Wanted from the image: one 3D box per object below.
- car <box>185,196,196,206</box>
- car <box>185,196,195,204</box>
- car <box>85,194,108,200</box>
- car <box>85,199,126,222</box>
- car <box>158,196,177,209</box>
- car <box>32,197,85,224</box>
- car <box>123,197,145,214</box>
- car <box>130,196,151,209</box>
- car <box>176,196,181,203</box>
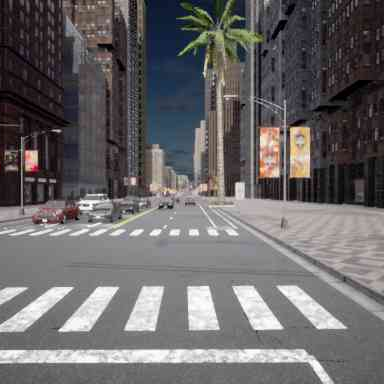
[{"bbox_3d":[-0.308,1.585,56.112,2.033,1.411,5.357,0,0,0],"label":"car"},{"bbox_3d":[-0.366,1.537,66.534,1.882,1.535,5.008,0,0,0],"label":"car"},{"bbox_3d":[-10.035,1.231,34.247,2.150,2.045,5.566,0,0,0],"label":"car"},{"bbox_3d":[-6.736,1.531,26.168,1.812,1.442,4.674,0,0,0],"label":"car"},{"bbox_3d":[-3.394,1.619,44.686,1.895,1.301,4.718,0,0,0],"label":"car"},{"bbox_3d":[-9.981,1.357,24.759,2.097,1.767,4.553,0,0,0],"label":"car"},{"bbox_3d":[-6.794,1.557,35.839,2.033,1.411,5.357,0,0,0],"label":"car"},{"bbox_3d":[-6.841,1.512,46.135,2.128,1.511,4.902,0,0,0],"label":"car"},{"bbox_3d":[-3.532,1.593,69.852,1.812,1.442,4.674,0,0,0],"label":"car"}]
